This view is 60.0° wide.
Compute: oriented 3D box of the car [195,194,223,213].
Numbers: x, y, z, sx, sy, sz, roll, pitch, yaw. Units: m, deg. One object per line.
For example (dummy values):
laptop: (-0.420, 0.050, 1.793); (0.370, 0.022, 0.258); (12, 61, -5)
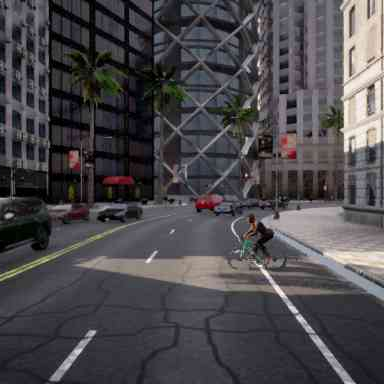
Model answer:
car: (2.322, 1.222, 37.129); (2.150, 2.045, 5.566); (0, 0, 27)

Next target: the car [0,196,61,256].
car: (-6.732, 1.215, 11.142); (2.150, 2.045, 5.566); (0, 1, 1)

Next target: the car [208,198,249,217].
car: (3.643, 1.547, 31.928); (2.033, 1.411, 5.357); (0, 0, 22)

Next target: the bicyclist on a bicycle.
bicyclist on a bicycle: (1.836, 1.443, 9.443); (1.656, 1.620, 0.582); (-1, 0, 2)

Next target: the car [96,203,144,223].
car: (-5.417, 1.547, 25.894); (2.033, 1.411, 5.357); (0, 0, 11)

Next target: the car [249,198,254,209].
car: (7.974, 1.547, 45.684); (2.033, 1.411, 5.357); (0, 0, 42)

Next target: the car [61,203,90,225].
car: (-9.154, 1.526, 24.416); (1.812, 1.442, 4.674); (0, 0, 10)

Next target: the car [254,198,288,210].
car: (10.587, 1.547, 43.221); (2.033, 1.411, 5.357); (0, 0, 41)
